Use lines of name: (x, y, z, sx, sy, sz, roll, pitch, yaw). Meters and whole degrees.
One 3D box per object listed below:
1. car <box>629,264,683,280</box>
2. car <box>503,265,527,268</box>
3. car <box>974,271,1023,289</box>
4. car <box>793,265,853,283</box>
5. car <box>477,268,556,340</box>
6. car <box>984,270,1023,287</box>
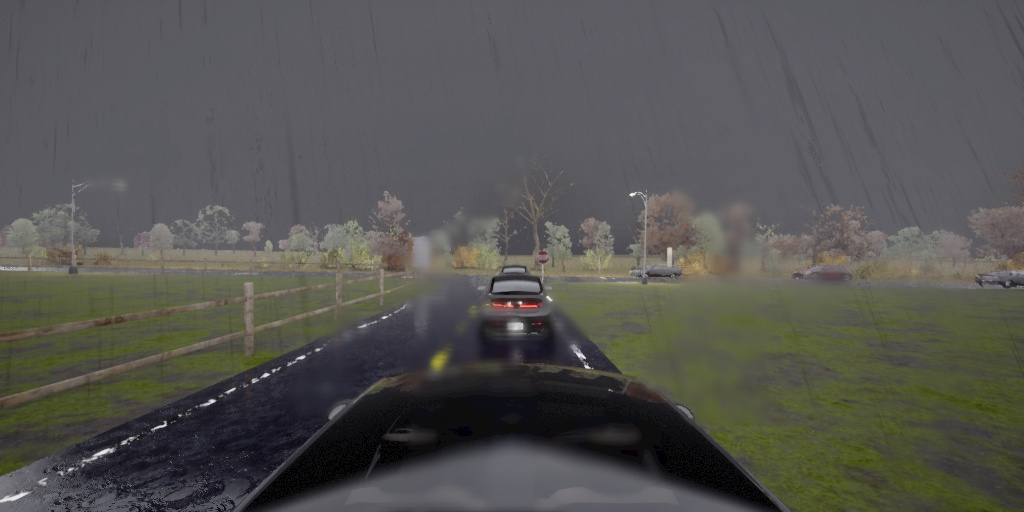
car: (13.926, 1.488, 34.784, 4.902, 1.511, 2.128, 1, 1, 0)
car: (0.194, 1.251, 20.026, 1.837, 1.490, 4.892, 0, 0, 2)
car: (44.322, 2.068, 31.827, 4.902, 1.511, 2.128, 1, 1, 1)
car: (30.046, 1.634, 34.744, 4.553, 1.767, 2.097, 1, 1, 0)
car: (0.100, 1.252, 9.973, 1.837, 1.490, 4.892, 0, 0, 0)
car: (49.103, 2.155, 34.615, 4.674, 1.442, 1.812, 1, 1, 0)
